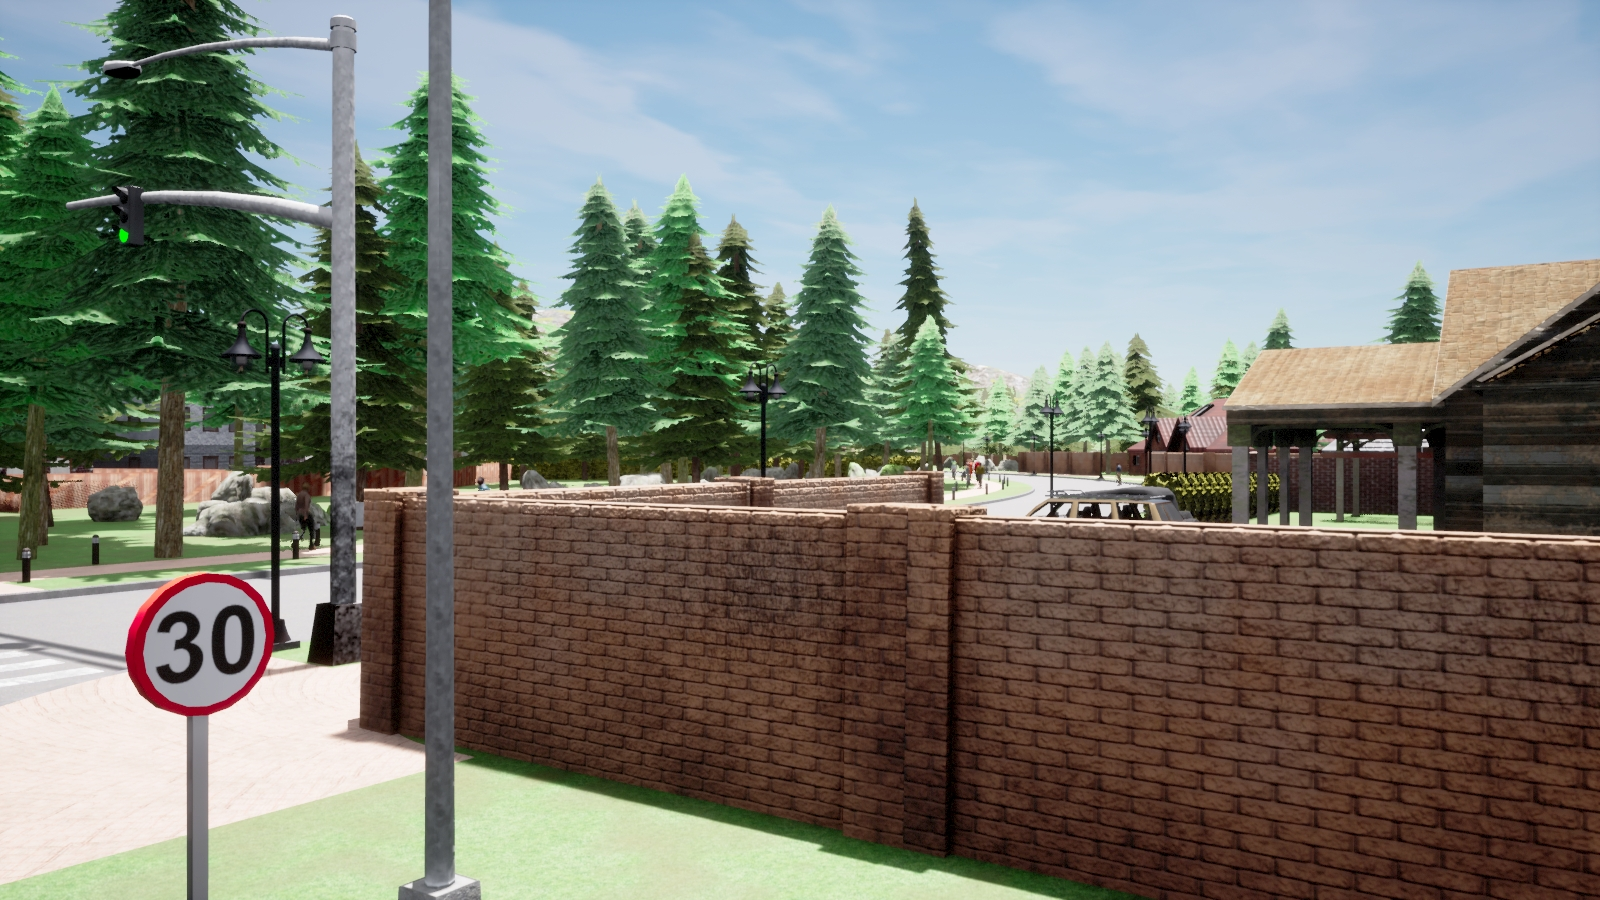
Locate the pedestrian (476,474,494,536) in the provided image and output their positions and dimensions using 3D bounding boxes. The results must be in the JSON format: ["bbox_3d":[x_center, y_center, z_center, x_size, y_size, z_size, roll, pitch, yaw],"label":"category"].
[{"bbox_3d":[-9.509,1.646,34.455,0.375,1.860,0.375,0,0,34],"label":"pedestrian"}]

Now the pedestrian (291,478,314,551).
[{"bbox_3d":[-12.763,1.647,29.311,0.375,1.860,0.375,0,0,27],"label":"pedestrian"}]

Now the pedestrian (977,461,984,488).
[{"bbox_3d":[12.137,1.642,76.855,0.375,1.860,0.375,0,0,15],"label":"pedestrian"}]
